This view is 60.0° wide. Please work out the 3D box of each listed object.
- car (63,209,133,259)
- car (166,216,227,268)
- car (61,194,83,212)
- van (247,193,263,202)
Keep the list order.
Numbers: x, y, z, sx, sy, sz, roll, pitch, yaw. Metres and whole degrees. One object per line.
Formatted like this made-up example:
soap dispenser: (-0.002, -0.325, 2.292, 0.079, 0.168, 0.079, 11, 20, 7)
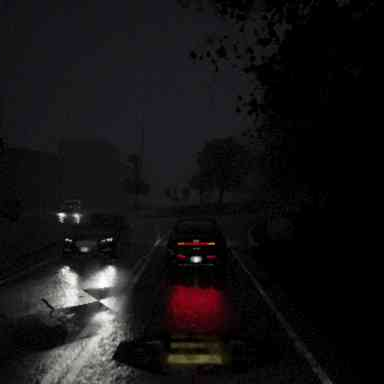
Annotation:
car: (-3.512, 1.594, 13.118, 2.128, 1.511, 4.902, 0, 0, -2)
car: (0.165, 1.600, 11.614, 1.837, 1.490, 4.892, 0, 0, 1)
car: (-13.951, 1.260, 38.854, 2.150, 2.045, 5.566, 0, 0, -16)
van: (18.141, 1.808, 91.374, 4.442, 1.987, 1.878, 0, 1, 1)
